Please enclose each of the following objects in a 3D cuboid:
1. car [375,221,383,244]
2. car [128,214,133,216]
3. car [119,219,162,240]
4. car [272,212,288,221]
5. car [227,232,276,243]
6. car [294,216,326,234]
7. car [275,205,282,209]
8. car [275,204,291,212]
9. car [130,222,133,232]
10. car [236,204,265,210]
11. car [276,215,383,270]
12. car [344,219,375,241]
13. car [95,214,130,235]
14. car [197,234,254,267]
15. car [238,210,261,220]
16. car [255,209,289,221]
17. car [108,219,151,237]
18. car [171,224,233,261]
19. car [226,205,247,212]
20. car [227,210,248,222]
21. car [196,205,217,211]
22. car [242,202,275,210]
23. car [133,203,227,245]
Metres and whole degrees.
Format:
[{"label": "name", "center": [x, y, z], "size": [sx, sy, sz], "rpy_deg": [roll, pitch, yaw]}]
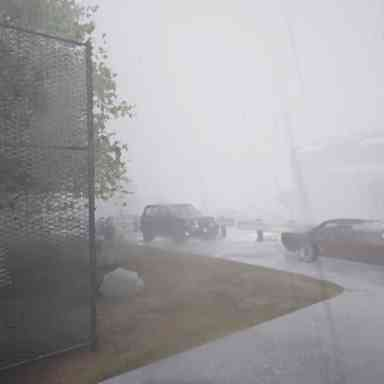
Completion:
[{"label": "car", "center": [19.002, 3.824, 31.823], "size": [1.946, 1.575, 5.366], "rpy_deg": [-1, 0, 36]}, {"label": "car", "center": [-9.206, 4.075, 42.975], "size": [2.435, 2.045, 5.566], "rpy_deg": [-1, 2, 36]}, {"label": "car", "center": [-5.792, 4.203, 38.018], "size": [2.185, 1.767, 4.553], "rpy_deg": [-1, 2, 36]}, {"label": "car", "center": [12.177, 3.820, 41.326], "size": [1.946, 1.575, 5.366], "rpy_deg": [0, 1, 36]}, {"label": "car", "center": [4.310, 4.096, 22.937], "size": [2.435, 2.045, 5.566], "rpy_deg": [-1, 2, 36]}, {"label": "car", "center": [13.933, 3.824, 39.033], "size": [2.231, 1.521, 4.892], "rpy_deg": [0, 1, 36]}, {"label": "car", "center": [17.001, 4.167, 74.620], "size": [4.674, 1.452, 2.002], "rpy_deg": [1, 1, 35]}, {"label": "car", "center": [19.494, 4.129, 76.334], "size": [5.008, 1.535, 2.097], "rpy_deg": [1, 1, 35]}, {"label": "car", "center": [-4.142, 4.209, 35.466], "size": [2.185, 1.767, 4.553], "rpy_deg": [-1, 2, 36]}, {"label": "car", "center": [12.180, 4.105, 71.087], "size": [5.366, 1.575, 1.946], "rpy_deg": [1, 0, 35]}, {"label": "car", "center": [4.932, 1.441, 9.430], "size": [1.895, 1.301, 4.718], "rpy_deg": [-2, 0, -34]}, {"label": "car", "center": [17.238, 3.828, 34.127], "size": [2.097, 1.535, 5.008], "rpy_deg": [0, 1, 36]}, {"label": "car", "center": [-7.182, 2.802, 27.616], "size": [1.895, 1.301, 4.718], "rpy_deg": [-2, -3, -34]}, {"label": "car", "center": [2.665, 4.371, 25.499], "size": [2.163, 1.488, 4.792], "rpy_deg": [-1, 2, 36]}, {"label": "car", "center": [8.973, 3.816, 46.388], "size": [2.231, 1.521, 4.892], "rpy_deg": [0, 1, 36]}, {"label": "car", "center": [10.643, 3.691, 43.955], "size": [2.185, 1.767, 4.553], "rpy_deg": [0, 1, 36]}, {"label": "car", "center": [-7.504, 4.329, 40.499], "size": [2.231, 1.521, 4.892], "rpy_deg": [-1, 2, 36]}, {"label": "car", "center": [0.961, 4.088, 27.997], "size": [2.435, 2.045, 5.566], "rpy_deg": [-1, 2, 36]}, {"label": "car", "center": [5.665, 3.558, 51.313], "size": [2.435, 2.045, 5.566], "rpy_deg": [-1, 1, 36]}, {"label": "car", "center": [7.315, 3.852, 48.837], "size": [2.002, 1.452, 4.674], "rpy_deg": [-1, 0, 36]}, {"label": "car", "center": [3.775, 4.136, 87.538], "size": [4.892, 1.521, 2.231], "rpy_deg": [-1, -1, 35]}, {"label": "car", "center": [14.545, 3.868, 72.896], "size": [5.566, 2.045, 2.435], "rpy_deg": [1, 0, 35]}, {"label": "car", "center": [-0.895, 1.631, 18.151], "size": [2.150, 2.045, 5.566], "rpy_deg": [-2, -2, -34]}]
